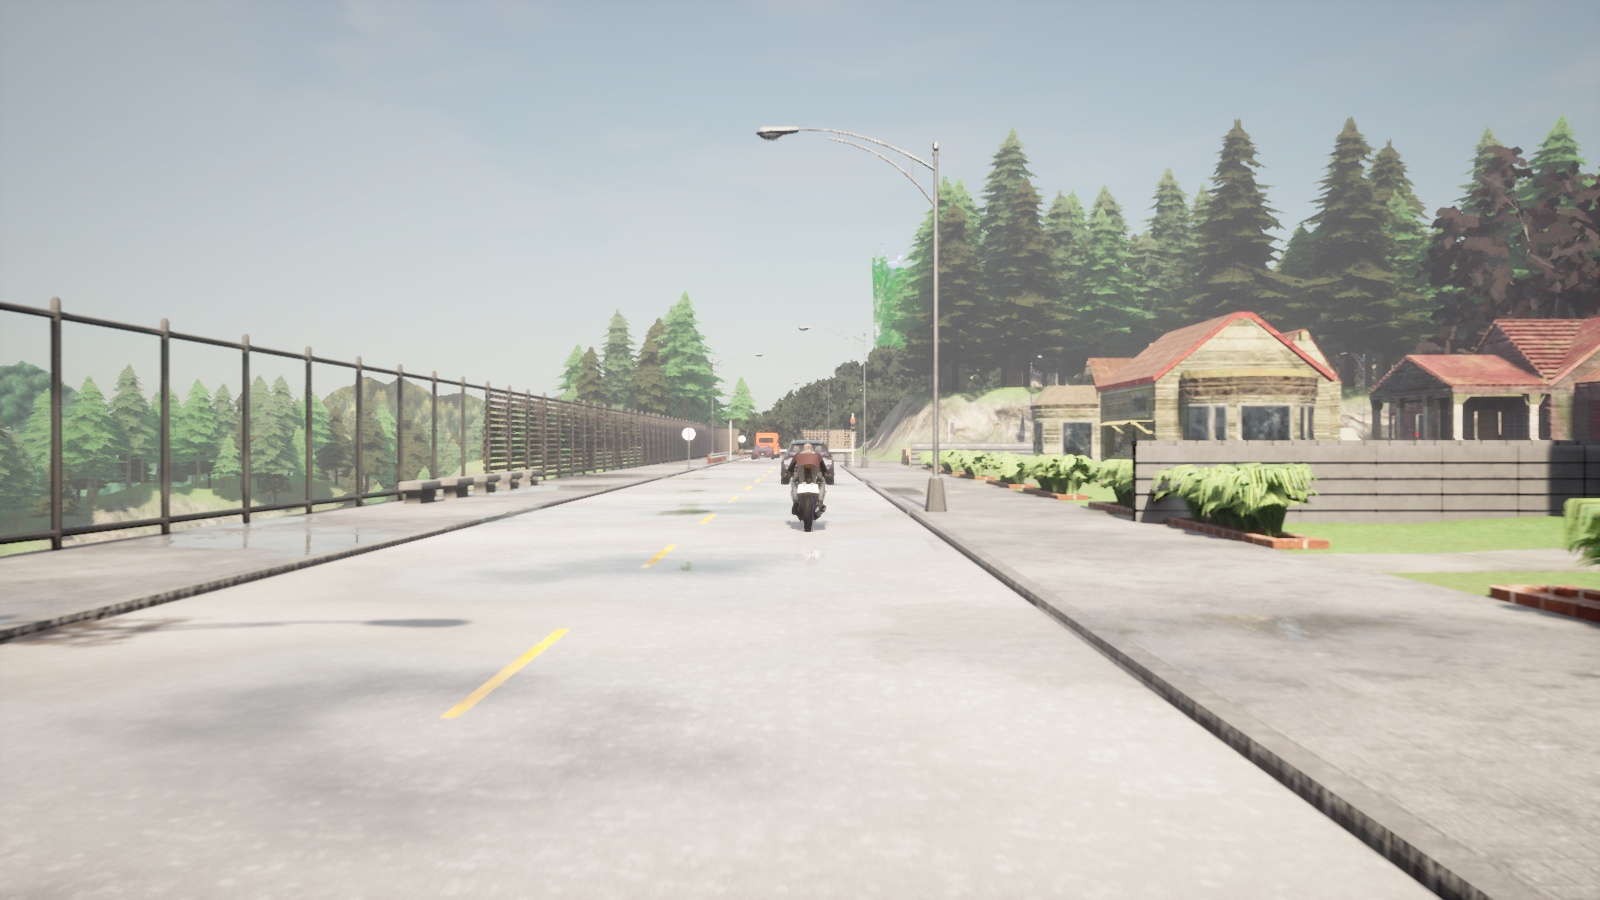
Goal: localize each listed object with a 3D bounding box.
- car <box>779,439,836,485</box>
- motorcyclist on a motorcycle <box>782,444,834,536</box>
[{"bbox_3d":[0.283,0.412,46.913,2.033,1.649,4.856,0,0,0],"label":"car"},{"bbox_3d":[0.141,0.657,22.070,0.866,1.530,2.191,0,0,0],"label":"motorcyclist on a motorcycle"}]
